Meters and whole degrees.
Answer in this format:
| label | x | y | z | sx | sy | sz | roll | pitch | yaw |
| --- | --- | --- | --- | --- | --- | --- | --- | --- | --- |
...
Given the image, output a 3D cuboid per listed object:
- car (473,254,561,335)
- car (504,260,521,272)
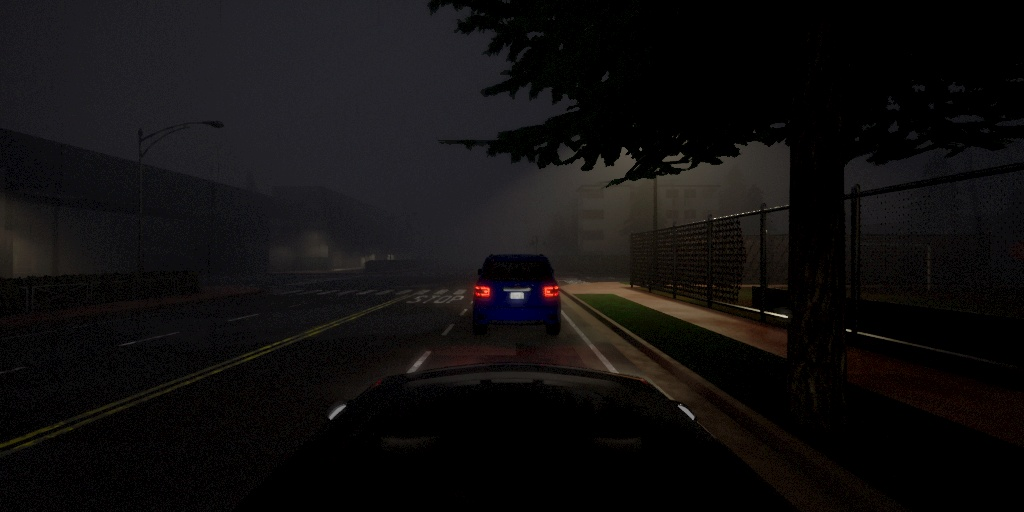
| label | x | y | z | sx | sy | sz | roll | pitch | yaw |
| --- | --- | --- | --- | --- | --- | --- | --- | --- | --- |
| car | 0.124 | 0.972 | 10.642 | 2.150 | 2.045 | 5.566 | 0 | 0 | 0 |
| car | 0.065 | 1.242 | 46.108 | 2.128 | 1.511 | 4.902 | 0 | 0 | -1 |
